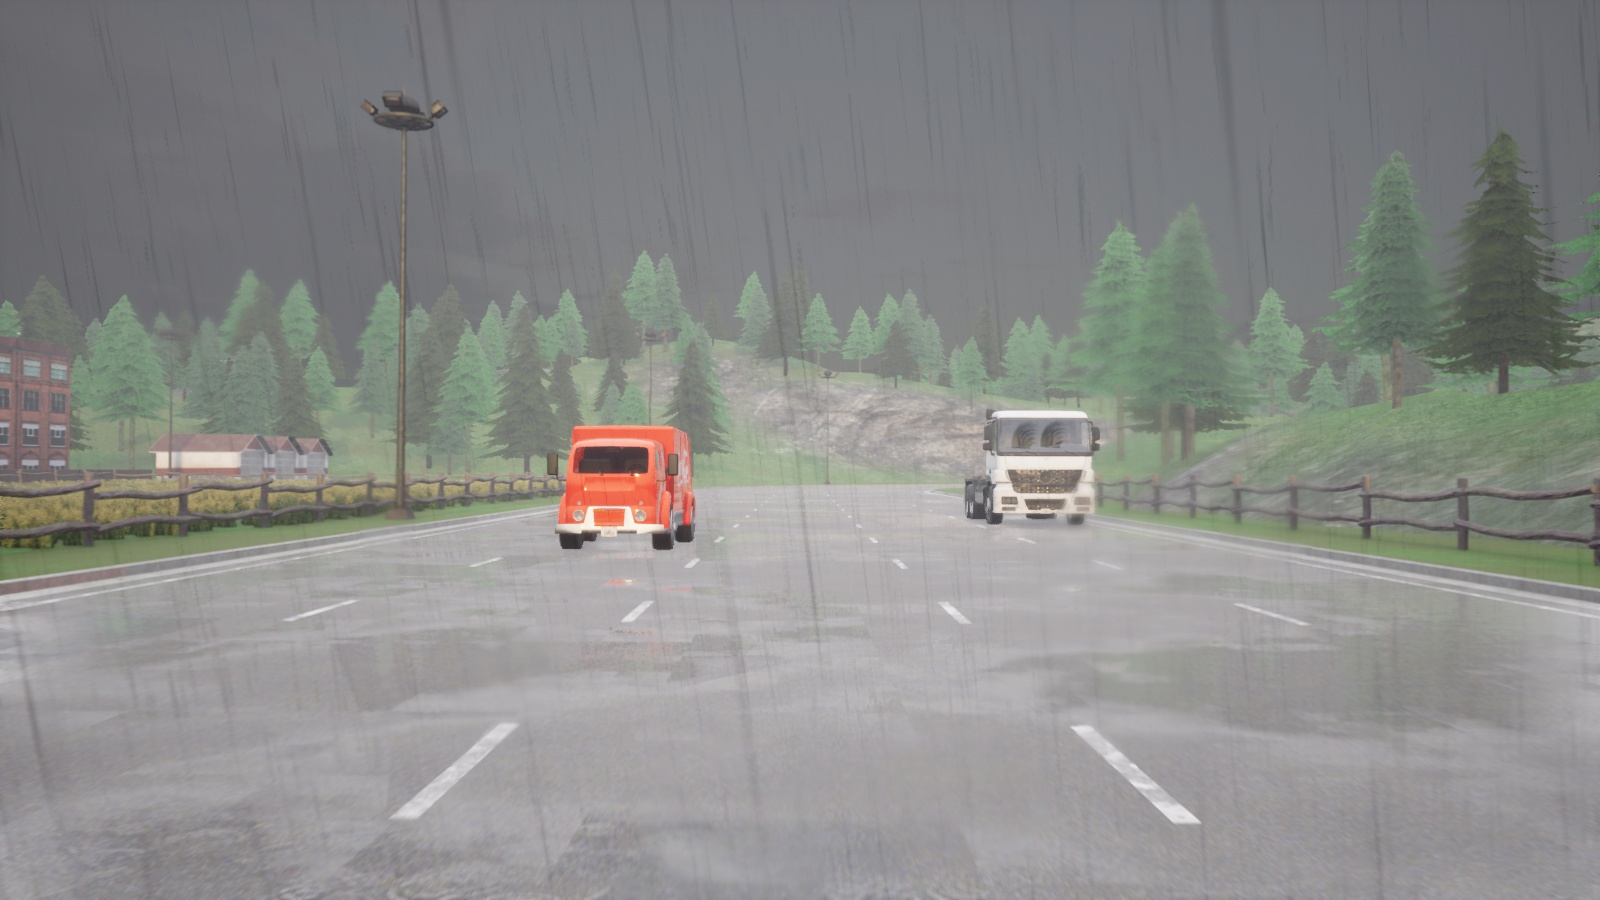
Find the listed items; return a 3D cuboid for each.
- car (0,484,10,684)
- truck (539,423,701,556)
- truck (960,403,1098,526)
[{"bbox_3d":[-7.017,0.960,7.043,2.163,1.488,4.792,0,-1,0],"label":"car"},{"bbox_3d":[-3.563,0.778,26.052,2.627,2.467,5.204,0,-1,0],"label":"truck"},{"bbox_3d":[6.955,0.464,39.378,2.891,3.462,7.936,0,-1,0],"label":"truck"}]
